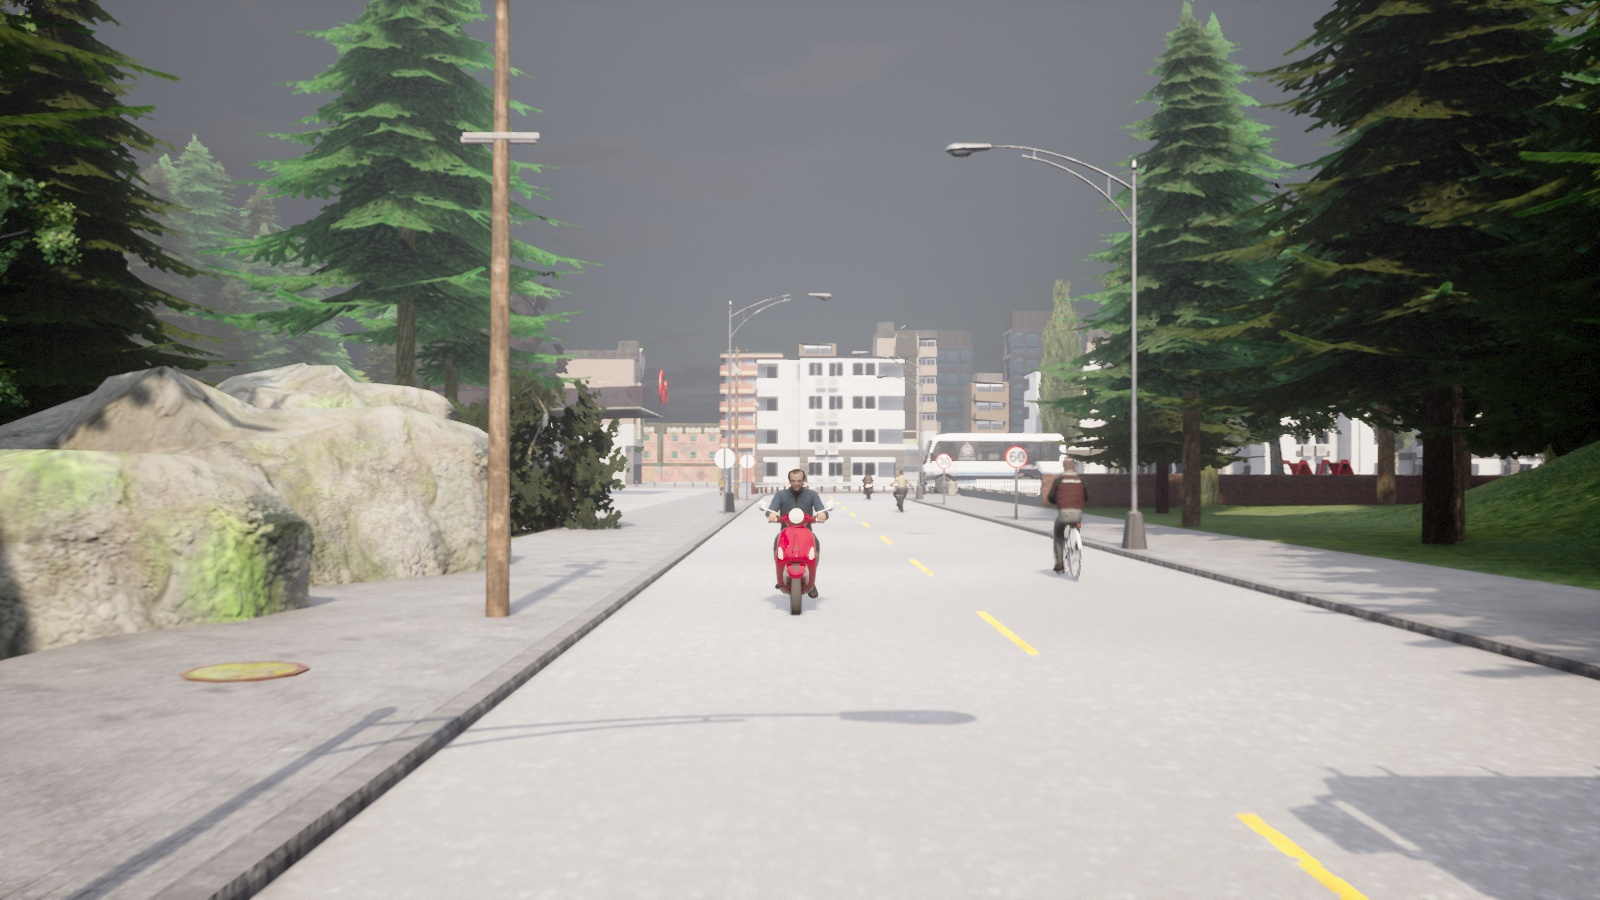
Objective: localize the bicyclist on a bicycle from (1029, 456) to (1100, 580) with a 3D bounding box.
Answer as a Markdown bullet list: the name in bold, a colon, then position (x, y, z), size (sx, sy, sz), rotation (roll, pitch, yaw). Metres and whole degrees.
- **bicyclist on a bicycle**: position (3.955, 0.986, 18.896), size (0.659, 1.776, 1.843), rotation (0, -1, 0)

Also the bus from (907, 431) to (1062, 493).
- **bus**: position (12.853, 0.866, 88.320), size (10.273, 4.253, 3.944), rotation (0, -1, -1)

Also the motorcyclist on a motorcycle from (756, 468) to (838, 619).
- **motorcyclist on a motorcycle**: position (-0.034, 1.007, 14.267), size (0.866, 1.590, 1.817), rotation (0, -1, 0)
